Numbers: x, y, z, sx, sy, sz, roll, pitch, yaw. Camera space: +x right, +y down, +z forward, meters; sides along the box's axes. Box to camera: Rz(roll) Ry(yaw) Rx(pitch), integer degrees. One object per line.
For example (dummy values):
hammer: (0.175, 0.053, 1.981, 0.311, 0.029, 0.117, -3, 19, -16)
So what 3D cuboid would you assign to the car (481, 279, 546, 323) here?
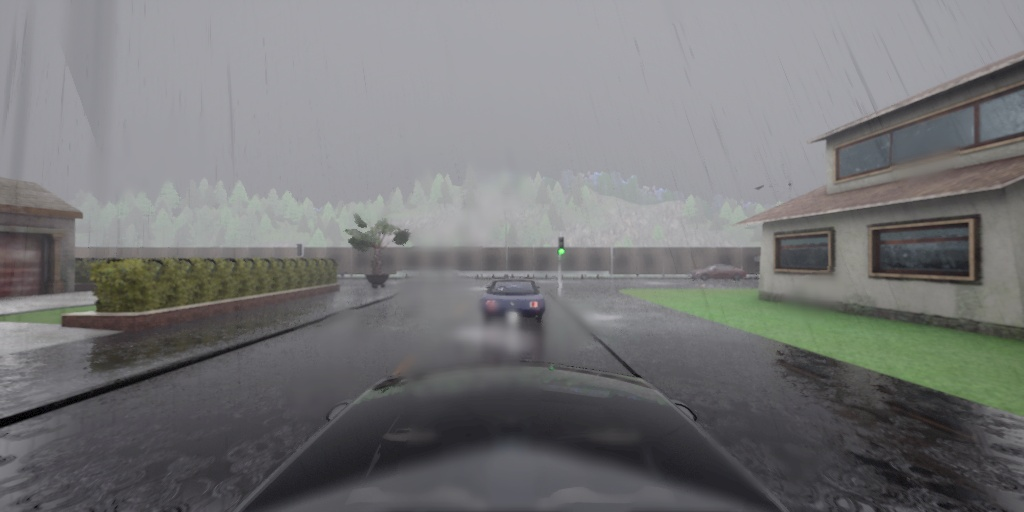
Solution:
car: (0.065, 1.430, 12.436, 1.895, 1.301, 4.718, 0, 0, 0)

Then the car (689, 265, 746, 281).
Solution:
car: (18.529, 1.501, 32.438, 4.674, 1.442, 1.812, 0, 0, -1)
